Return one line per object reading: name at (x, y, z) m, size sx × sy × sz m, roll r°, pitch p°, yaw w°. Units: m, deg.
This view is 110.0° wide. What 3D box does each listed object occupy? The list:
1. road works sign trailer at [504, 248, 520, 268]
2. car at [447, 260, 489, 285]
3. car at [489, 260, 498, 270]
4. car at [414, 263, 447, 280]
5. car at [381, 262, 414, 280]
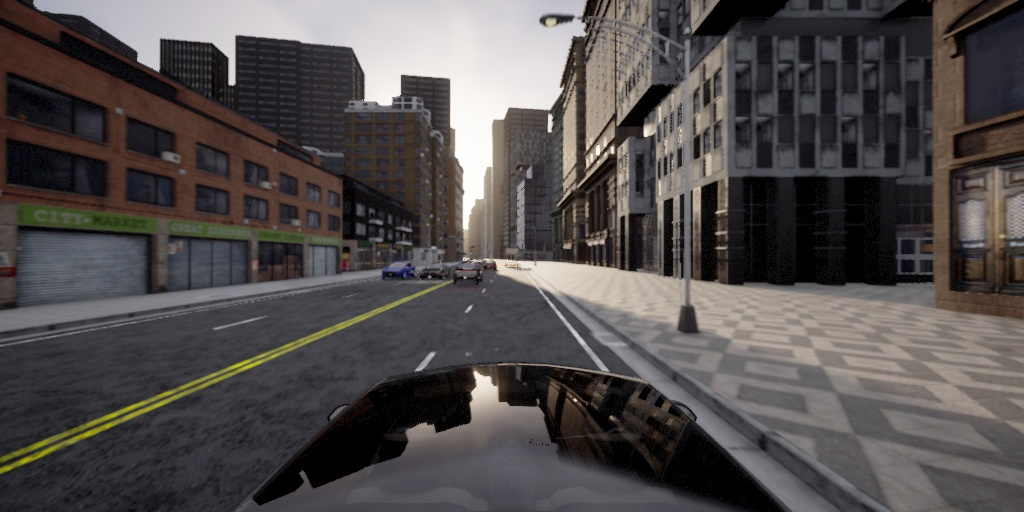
road works sign trailer at (0.009, 0.233, 62.578) m, size 2.380 × 3.560 × 2.880 m, roll 0°, pitch 0°, yaw 0°
car at (-3.152, 1.247, 26.586) m, size 2.128 × 1.511 × 4.902 m, roll 0°, pitch 0°, yaw 0°
car at (-3.154, 1.290, 51.492) m, size 1.812 × 1.442 × 4.674 m, roll 0°, pitch 0°, yaw 0°
car at (-6.598, 1.305, 31.412) m, size 2.033 × 1.411 × 5.357 m, roll 0°, pitch 0°, yaw 0°
car at (-9.842, 1.235, 31.533) m, size 1.882 × 1.535 × 5.008 m, roll 0°, pitch 0°, yaw 0°
